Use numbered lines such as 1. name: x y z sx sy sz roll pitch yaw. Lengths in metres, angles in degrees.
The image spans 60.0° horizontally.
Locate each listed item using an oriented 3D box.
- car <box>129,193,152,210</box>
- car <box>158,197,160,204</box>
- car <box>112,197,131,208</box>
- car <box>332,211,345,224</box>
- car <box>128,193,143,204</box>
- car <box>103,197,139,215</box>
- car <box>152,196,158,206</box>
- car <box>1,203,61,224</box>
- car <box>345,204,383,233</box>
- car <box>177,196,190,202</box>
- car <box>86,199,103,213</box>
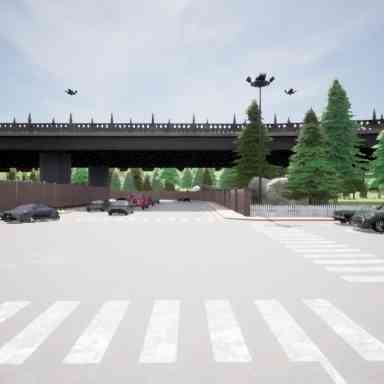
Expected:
1. car: -7.045 1.221 43.734 2.150 2.045 5.566 0 0 0
2. car: -7.197 1.546 64.403 2.033 1.411 5.357 0 0 -3
3. car: -10.548 1.524 49.832 1.812 1.442 4.674 0 0 0
4. car: 11.985 1.545 22.179 4.718 1.301 1.895 0 0 2
5. car: -10.681 1.222 63.075 2.150 2.045 5.566 0 0 -3
6. car: -7.043 1.547 33.560 2.033 1.411 5.357 0 0 0
7. car: -7.046 1.563 53.742 1.994 1.385 4.181 0 0 0
8. car: -12.079 1.557 25.170 1.994 1.385 4.181 0 0 25
9. car: 11.481 1.296 18.671 4.553 1.767 2.097 0 0 2
10. car: -1.908 1.552 75.198 1.994 1.385 4.181 0 0 -19
11. car: -10.560 1.525 37.904 1.812 1.442 4.674 0 0 0
